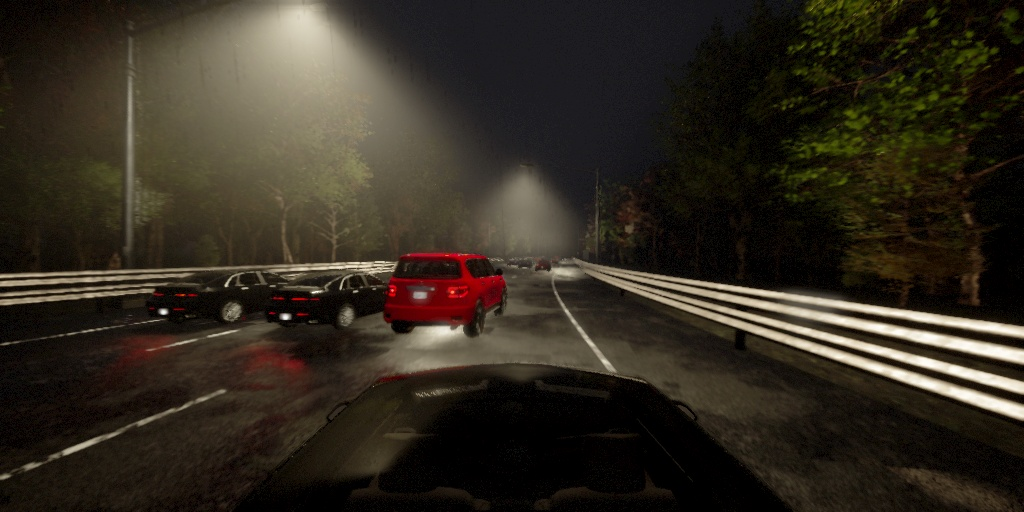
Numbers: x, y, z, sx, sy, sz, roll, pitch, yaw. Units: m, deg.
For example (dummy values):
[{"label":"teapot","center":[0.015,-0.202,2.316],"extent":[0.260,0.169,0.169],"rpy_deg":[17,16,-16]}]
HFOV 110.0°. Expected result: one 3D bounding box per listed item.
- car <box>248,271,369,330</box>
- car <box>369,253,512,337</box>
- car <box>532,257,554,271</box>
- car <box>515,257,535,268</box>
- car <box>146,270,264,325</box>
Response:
[{"label":"car","center":[-5.064,1.210,11.004],"extent":[1.837,1.490,4.892],"rpy_deg":[1,0,9]},{"label":"car","center":[-1.601,0.954,10.505],"extent":[2.150,2.045,5.566],"rpy_deg":[0,0,9]},{"label":"car","center":[4.136,1.237,47.089],"extent":[1.812,1.442,4.674],"rpy_deg":[1,0,9]},{"label":"car","center":[2.227,1.217,57.509],"extent":[2.033,1.411,5.357],"rpy_deg":[1,0,9]},{"label":"car","center":[-8.524,1.171,11.547],"extent":[1.837,1.490,4.892],"rpy_deg":[1,0,9]}]
